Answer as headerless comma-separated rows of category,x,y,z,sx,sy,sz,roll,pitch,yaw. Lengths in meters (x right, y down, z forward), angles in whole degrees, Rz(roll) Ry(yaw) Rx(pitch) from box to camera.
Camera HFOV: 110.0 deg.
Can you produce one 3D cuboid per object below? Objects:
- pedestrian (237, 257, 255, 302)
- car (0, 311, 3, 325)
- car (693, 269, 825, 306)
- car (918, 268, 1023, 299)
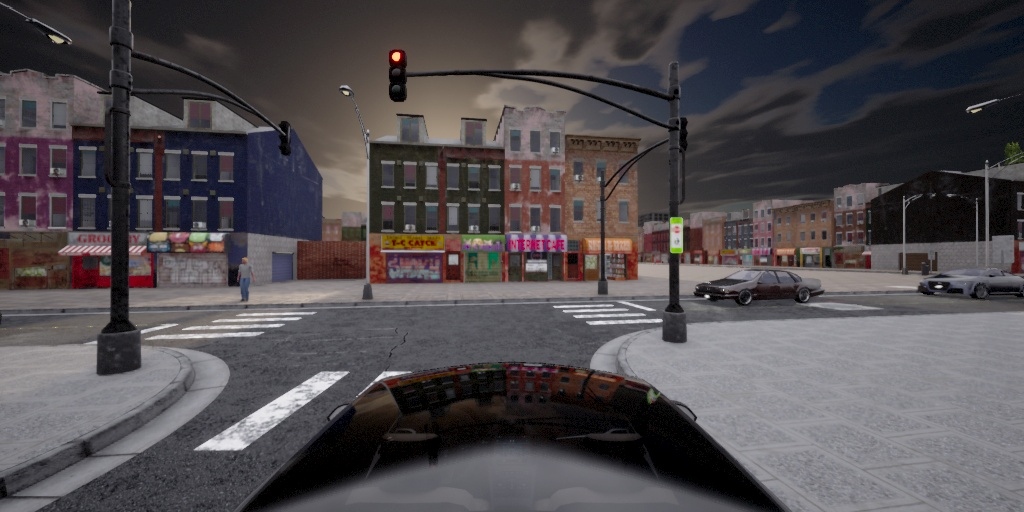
pedestrian,-11.107,0.945,14.926,0.375,1.860,0.375,0,0,-9
car,-15.410,1.278,8.332,4.902,1.511,2.128,0,0,-8
car,10.641,1.274,15.441,5.357,1.411,2.033,0,0,-14
car,22.063,1.261,17.158,4.181,1.385,1.994,0,0,-8
